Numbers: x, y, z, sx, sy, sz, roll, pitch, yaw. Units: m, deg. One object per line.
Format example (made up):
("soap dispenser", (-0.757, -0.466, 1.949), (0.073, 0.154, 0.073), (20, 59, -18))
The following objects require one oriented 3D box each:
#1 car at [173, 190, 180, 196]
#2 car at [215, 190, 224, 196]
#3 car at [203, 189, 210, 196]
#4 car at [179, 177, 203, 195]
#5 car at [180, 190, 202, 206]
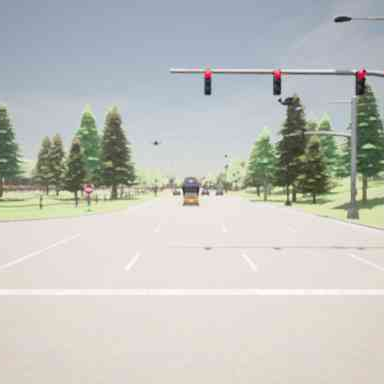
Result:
("car", (-3.743, 0.243, 82.095), (1.994, 1.385, 4.181), (0, 1, 0))
("car", (6.757, 0.214, 82.159), (2.128, 1.511, 4.902), (0, 1, 0))
("car", (3.257, 0.045, 82.116), (2.097, 1.767, 4.553), (0, 1, 0))
("car", (-0.111, -0.620, 40.855), (2.097, 1.767, 4.553), (1, -15, 0))
("car", (-0.120, 0.827, 40.696), (1.882, 1.535, 5.008), (0, 1, 0))
